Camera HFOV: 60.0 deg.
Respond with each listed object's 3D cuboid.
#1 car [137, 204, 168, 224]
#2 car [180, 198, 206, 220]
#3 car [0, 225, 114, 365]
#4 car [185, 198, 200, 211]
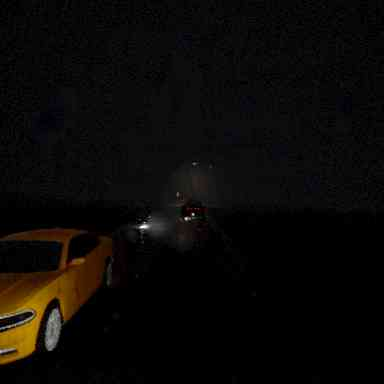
[{"bbox_3d":[-2.859,1.579,24.826,1.994,1.385,4.181,0,0,0],"label":"car"},{"bbox_3d":[0.089,1.525,28.053,1.837,1.490,4.892,0,-1,0],"label":"car"},{"bbox_3d":[-2.834,1.473,6.221,1.882,1.535,5.008,0,0,0],"label":"car"},{"bbox_3d":[0.082,1.576,42.174,1.837,1.490,4.892,0,0,0],"label":"car"}]
